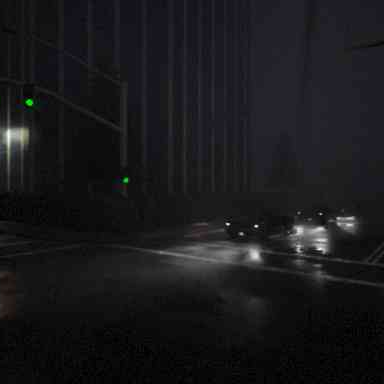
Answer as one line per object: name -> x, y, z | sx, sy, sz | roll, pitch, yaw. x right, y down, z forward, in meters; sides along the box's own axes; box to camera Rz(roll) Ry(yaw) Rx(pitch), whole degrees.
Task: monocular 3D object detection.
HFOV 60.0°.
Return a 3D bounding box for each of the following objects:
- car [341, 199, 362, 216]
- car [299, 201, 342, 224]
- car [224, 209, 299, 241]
car -> 15.448, 1.465, 32.859 | 2.128, 1.511, 4.902 | 0, 0, 37
car -> 9.444, 1.574, 24.765 | 1.895, 1.301, 4.718 | 0, 0, 36
car -> 3.506, 1.574, 16.724 | 1.895, 1.301, 4.718 | 0, 0, 36
